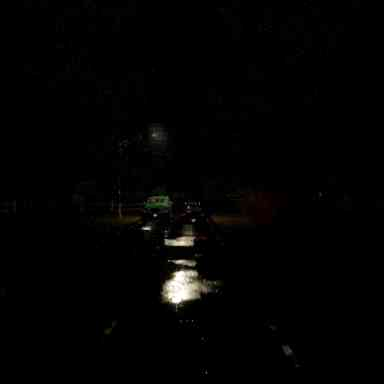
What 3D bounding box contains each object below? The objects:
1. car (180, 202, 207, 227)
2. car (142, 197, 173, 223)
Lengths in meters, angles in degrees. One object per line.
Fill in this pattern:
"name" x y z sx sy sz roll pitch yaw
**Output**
"car" 0.094 1.682 23.807 1.812 1.442 4.674 0 0 0
"car" -2.759 1.405 27.655 2.150 2.045 5.566 0 0 0
